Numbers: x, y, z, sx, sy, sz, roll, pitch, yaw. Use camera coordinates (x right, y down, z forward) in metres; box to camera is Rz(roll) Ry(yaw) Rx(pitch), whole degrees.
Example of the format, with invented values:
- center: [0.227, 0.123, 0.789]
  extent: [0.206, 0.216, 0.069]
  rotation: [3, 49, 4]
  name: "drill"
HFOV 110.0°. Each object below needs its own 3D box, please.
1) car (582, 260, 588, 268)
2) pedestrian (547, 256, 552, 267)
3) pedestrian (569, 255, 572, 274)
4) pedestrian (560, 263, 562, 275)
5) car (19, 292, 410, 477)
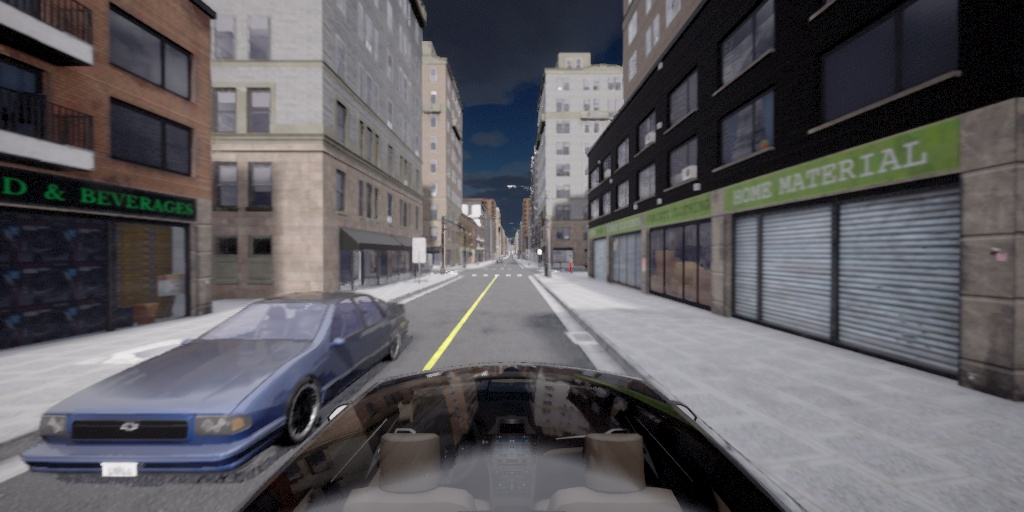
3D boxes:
- center: [12.100, 0.801, 48.843]
  extent: [5.009, 1.841, 2.192]
  rotation: [0, 0, 0]
  name: "car"
- center: [3.639, 0.846, 35.188]
  extent: [0.375, 1.860, 0.375]
  rotation: [0, 0, 0]
  name: "pedestrian"
- center: [5.639, 0.819, 34.588]
  extent: [0.375, 1.860, 0.375]
  rotation: [0, 0, 0]
  name: "pedestrian"
- center: [4.620, 0.836, 33.988]
  extent: [0.375, 1.860, 0.375]
  rotation: [0, 0, 0]
  name: "pedestrian"
- center: [-3.099, 1.293, 5.492]
  extent: [2.033, 1.411, 5.357]
  rotation: [0, 0, 0]
  name: "car"
